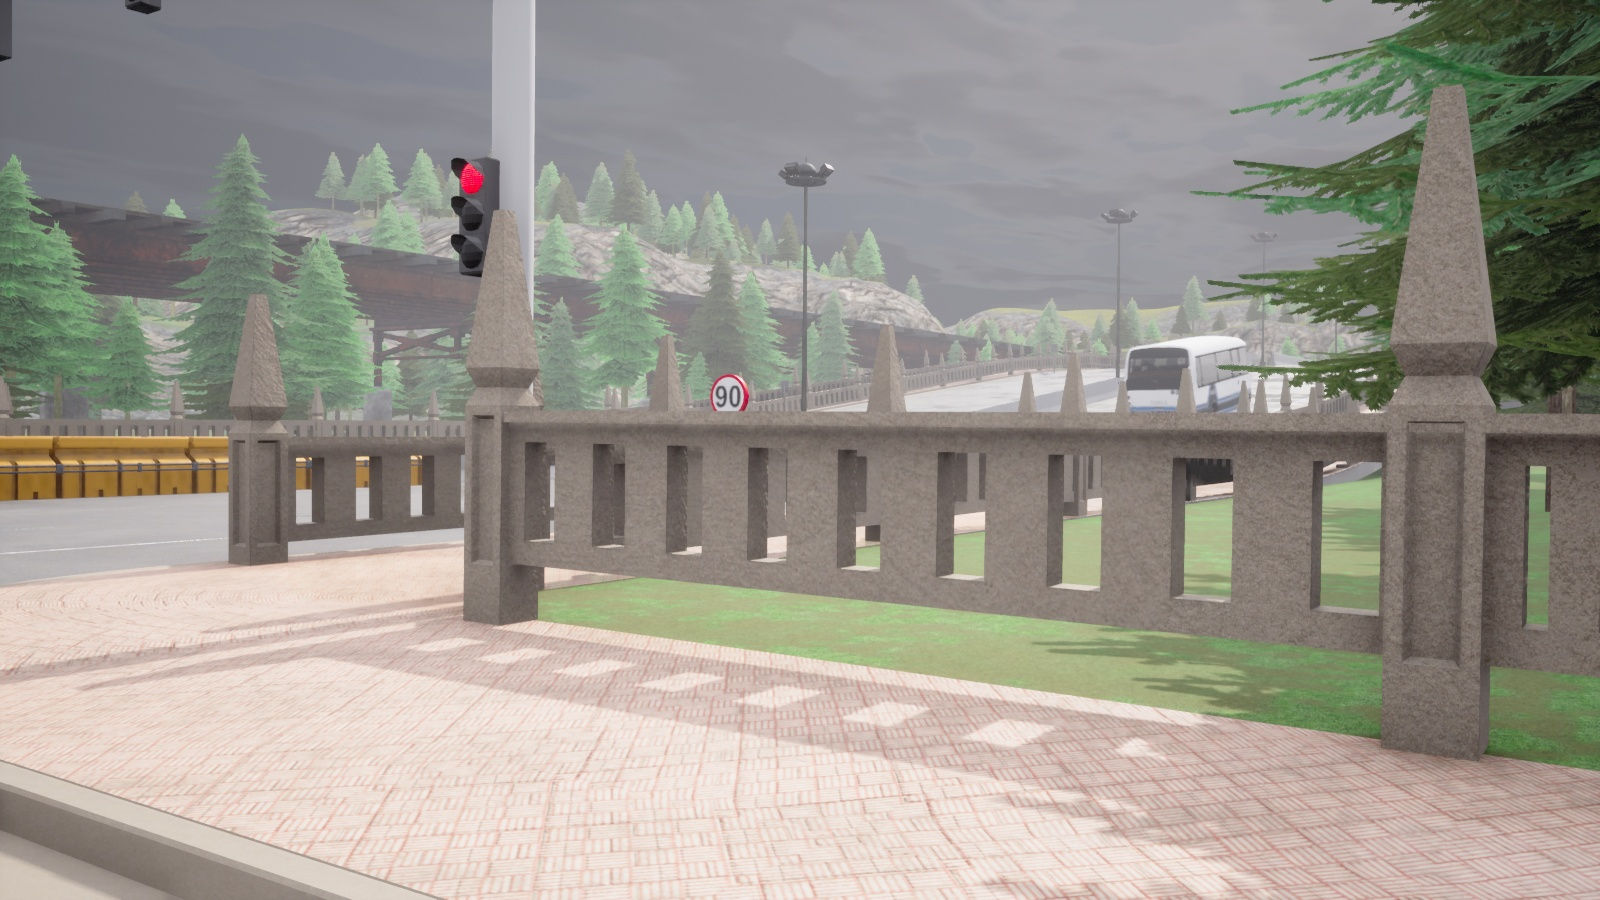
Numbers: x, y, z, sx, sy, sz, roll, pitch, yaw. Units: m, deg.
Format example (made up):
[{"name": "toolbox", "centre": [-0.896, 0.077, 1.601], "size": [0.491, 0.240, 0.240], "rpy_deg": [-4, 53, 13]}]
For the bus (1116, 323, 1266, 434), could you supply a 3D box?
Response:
[{"name": "bus", "centre": [18.816, -3.534, 59.746], "size": [3.944, 4.253, 10.273], "rpy_deg": [0, 8, 34]}]
